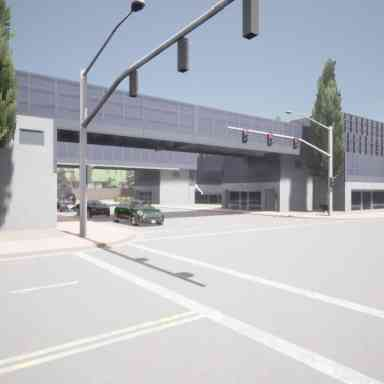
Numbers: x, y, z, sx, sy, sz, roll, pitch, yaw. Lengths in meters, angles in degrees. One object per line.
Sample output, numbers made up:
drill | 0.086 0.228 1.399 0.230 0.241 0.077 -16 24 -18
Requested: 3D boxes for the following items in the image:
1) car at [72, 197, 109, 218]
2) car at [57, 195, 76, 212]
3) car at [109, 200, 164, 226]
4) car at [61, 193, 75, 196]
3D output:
car | -9.268 1.478 31.001 1.882 1.535 5.008 0 0 -36
car | -14.846 1.492 38.674 2.128 1.511 4.902 0 0 -36
car | -3.820 1.352 23.514 2.097 1.767 4.553 0 0 -36
car | -23.706 1.221 63.055 2.150 2.045 5.566 0 0 -36
